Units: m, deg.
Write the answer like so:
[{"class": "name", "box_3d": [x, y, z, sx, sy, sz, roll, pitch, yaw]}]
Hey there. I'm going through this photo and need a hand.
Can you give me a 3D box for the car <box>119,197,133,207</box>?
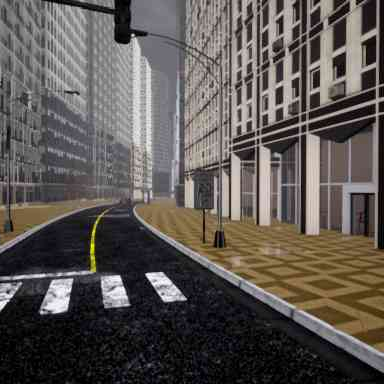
[{"class": "car", "box_3d": [-11.020, 1.622, 55.778, 1.882, 1.535, 5.008, 0, 0, -5]}]
